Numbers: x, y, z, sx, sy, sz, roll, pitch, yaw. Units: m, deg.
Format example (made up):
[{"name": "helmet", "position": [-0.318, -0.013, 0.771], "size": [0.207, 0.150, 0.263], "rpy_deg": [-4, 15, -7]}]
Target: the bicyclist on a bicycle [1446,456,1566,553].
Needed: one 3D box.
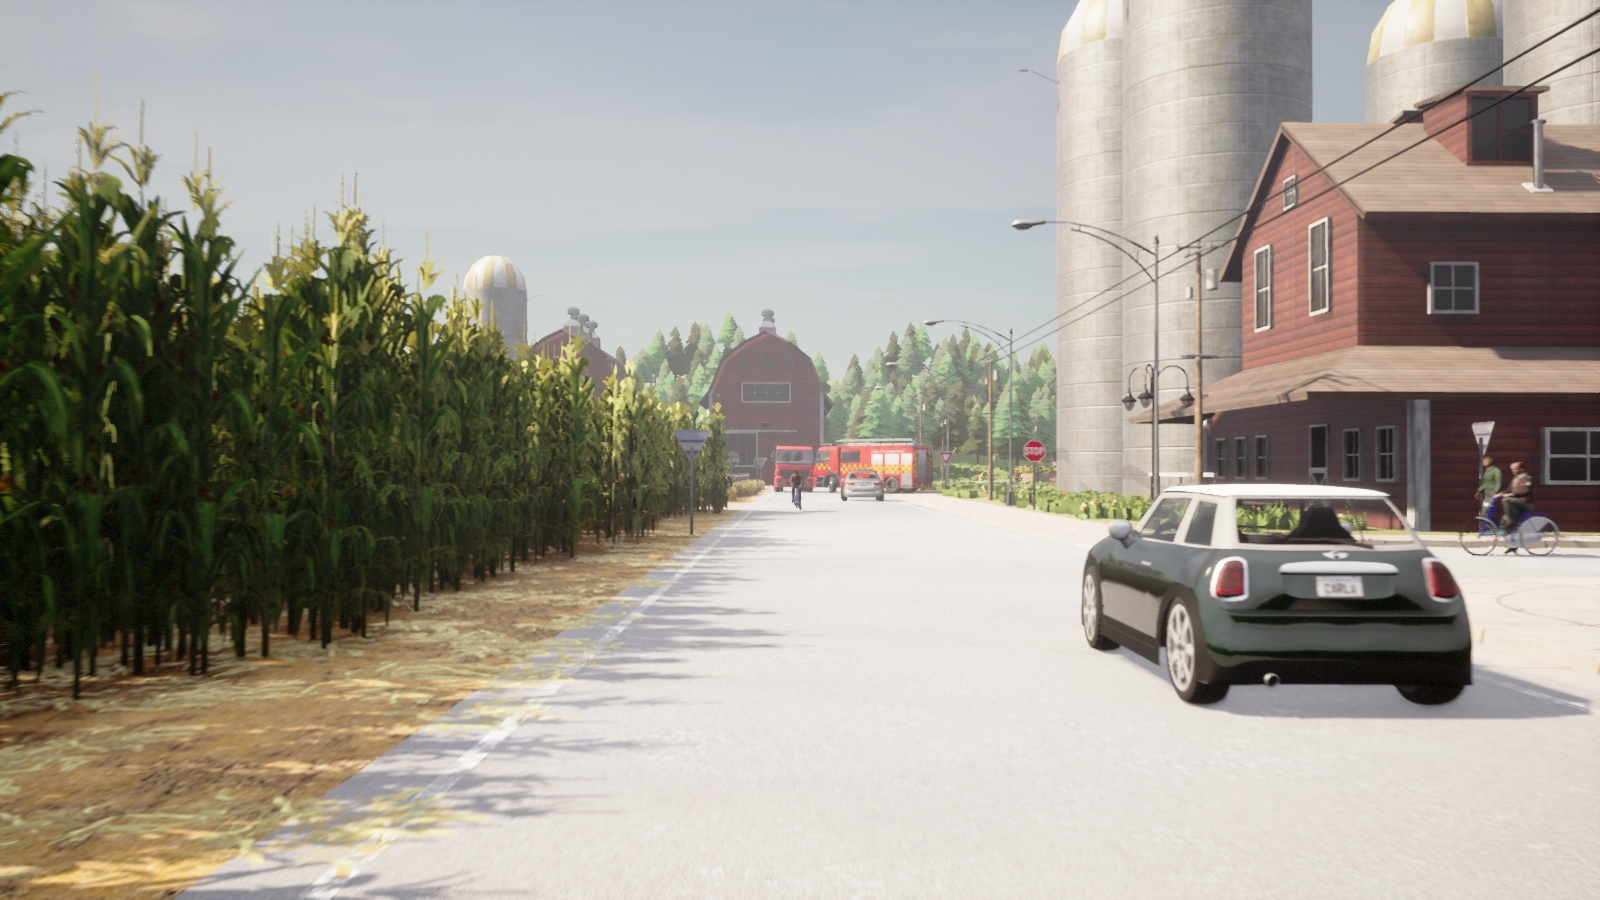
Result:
[{"name": "bicyclist on a bicycle", "position": [13.056, 0.995, 23.242], "size": [1.843, 1.776, 0.659], "rpy_deg": [0, -1, -1]}]

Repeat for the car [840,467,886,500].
[{"name": "car", "position": [3.312, 1.765, 66.845], "size": [2.242, 1.667, 4.611], "rpy_deg": [0, -1, 1]}]

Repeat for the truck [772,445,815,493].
[{"name": "truck", "position": [-0.533, 1.412, 94.546], "size": [2.891, 3.462, 7.936], "rpy_deg": [0, -1, -3]}]

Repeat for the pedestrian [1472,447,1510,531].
[{"name": "pedestrian", "position": [15.181, 0.851, 27.589], "size": [0.614, 1.847, 0.353], "rpy_deg": [0, -1, -2]}]

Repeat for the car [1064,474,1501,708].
[{"name": "car", "position": [3.481, 0.932, 9.920], "size": [1.970, 1.475, 3.806], "rpy_deg": [0, -1, 0]}]

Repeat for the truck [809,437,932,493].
[{"name": "truck", "position": [4.956, 1.128, 89.556], "size": [8.468, 3.827, 2.891], "rpy_deg": [-1, -1, 34]}]
